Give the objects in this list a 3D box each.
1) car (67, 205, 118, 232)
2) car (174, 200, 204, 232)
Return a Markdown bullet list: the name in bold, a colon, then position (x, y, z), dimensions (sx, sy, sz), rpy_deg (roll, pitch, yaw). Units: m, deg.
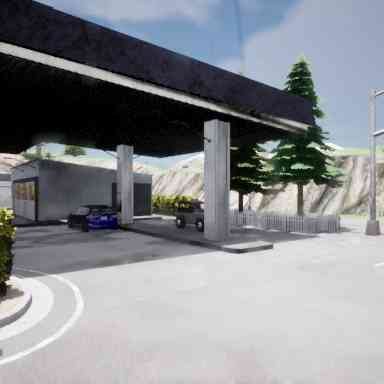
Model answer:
- **car**: position (-6.675, 1.672, 22.129), dimensions (2.242, 1.667, 4.611), rpy_deg (0, 0, -37)
- **car**: position (0.456, 1.505, 21.989), dimensions (1.905, 1.878, 3.866), rpy_deg (0, 0, -36)
